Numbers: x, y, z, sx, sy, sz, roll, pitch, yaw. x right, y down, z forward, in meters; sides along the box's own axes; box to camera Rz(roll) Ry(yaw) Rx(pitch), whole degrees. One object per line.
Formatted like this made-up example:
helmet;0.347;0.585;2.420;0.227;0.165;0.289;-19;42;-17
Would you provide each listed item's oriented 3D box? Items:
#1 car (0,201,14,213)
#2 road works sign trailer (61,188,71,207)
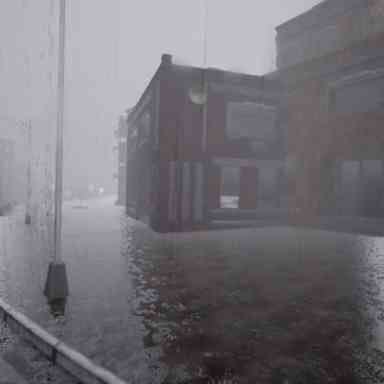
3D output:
car;-23.205;1.771;40.082;2.033;1.411;5.357;1;-1;-11
road works sign trailer;-24.147;1.015;63.073;2.380;3.560;2.880;1;-1;-11
